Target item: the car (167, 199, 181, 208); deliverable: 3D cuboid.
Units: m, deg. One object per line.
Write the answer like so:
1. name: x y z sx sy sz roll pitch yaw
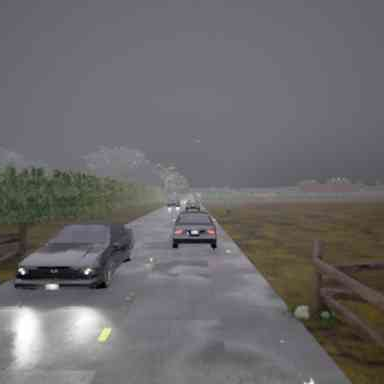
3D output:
1. car: -2.816 1.708 52.055 1.994 1.385 4.181 0 0 0

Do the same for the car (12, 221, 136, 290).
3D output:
1. car: -2.849 1.550 9.442 2.033 1.411 5.357 0 0 0

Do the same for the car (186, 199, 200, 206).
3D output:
1. car: 0.102 1.638 41.878 2.033 1.411 5.357 0 0 0

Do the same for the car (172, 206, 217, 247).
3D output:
1. car: 0.102 1.555 14.937 2.033 1.411 5.357 0 0 0
